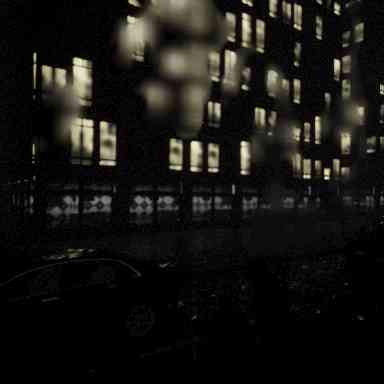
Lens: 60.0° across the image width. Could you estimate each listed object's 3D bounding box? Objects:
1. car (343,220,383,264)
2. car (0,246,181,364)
[{"bbox_3d":[7.025,1.659,11.558,4.507,1.381,1.887,1,0,-35],"label":"car"},{"bbox_3d":[-2.247,1.560,4.952,4.403,1.369,2.008,1,0,-35],"label":"car"}]
